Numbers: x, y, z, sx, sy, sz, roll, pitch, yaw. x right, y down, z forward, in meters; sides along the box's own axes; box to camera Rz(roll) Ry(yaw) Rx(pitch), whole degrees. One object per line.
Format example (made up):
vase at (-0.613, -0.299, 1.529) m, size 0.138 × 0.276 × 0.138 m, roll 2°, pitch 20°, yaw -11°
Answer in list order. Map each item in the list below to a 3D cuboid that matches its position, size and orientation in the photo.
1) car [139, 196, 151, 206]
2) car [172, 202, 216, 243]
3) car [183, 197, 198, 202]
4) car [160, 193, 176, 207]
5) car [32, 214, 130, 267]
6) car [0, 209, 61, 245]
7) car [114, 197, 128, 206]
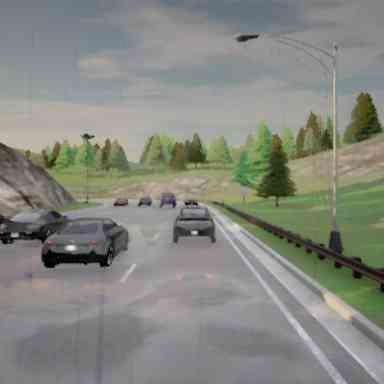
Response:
car at (-7.333, 1.403, 52.170) m, size 2.128 × 1.511 × 4.902 m, roll 0°, pitch 0°, yaw -6°
car at (0.102, 1.463, 16.074) m, size 2.128 × 1.511 × 4.902 m, roll 0°, pitch 0°, yaw 0°
car at (-0.334, 1.510, 53.326) m, size 1.895 × 1.301 × 4.718 m, roll 0°, pitch 0°, yaw -7°
car at (-3.510, 1.138, 48.772) m, size 2.150 × 2.045 × 5.566 m, roll 0°, pitch 0°, yaw -3°
car at (-3.399, 1.544, 11.357) m, size 1.994 × 1.385 × 4.181 m, roll 0°, pitch 0°, yaw 0°
car at (-6.898, 1.500, 15.258) m, size 1.812 × 1.442 × 4.674 m, roll 0°, pitch 0°, yaw 0°
car at (-11.020, 1.476, 51.918) m, size 1.994 × 1.385 × 4.181 m, roll 0°, pitch 0°, yaw -8°
